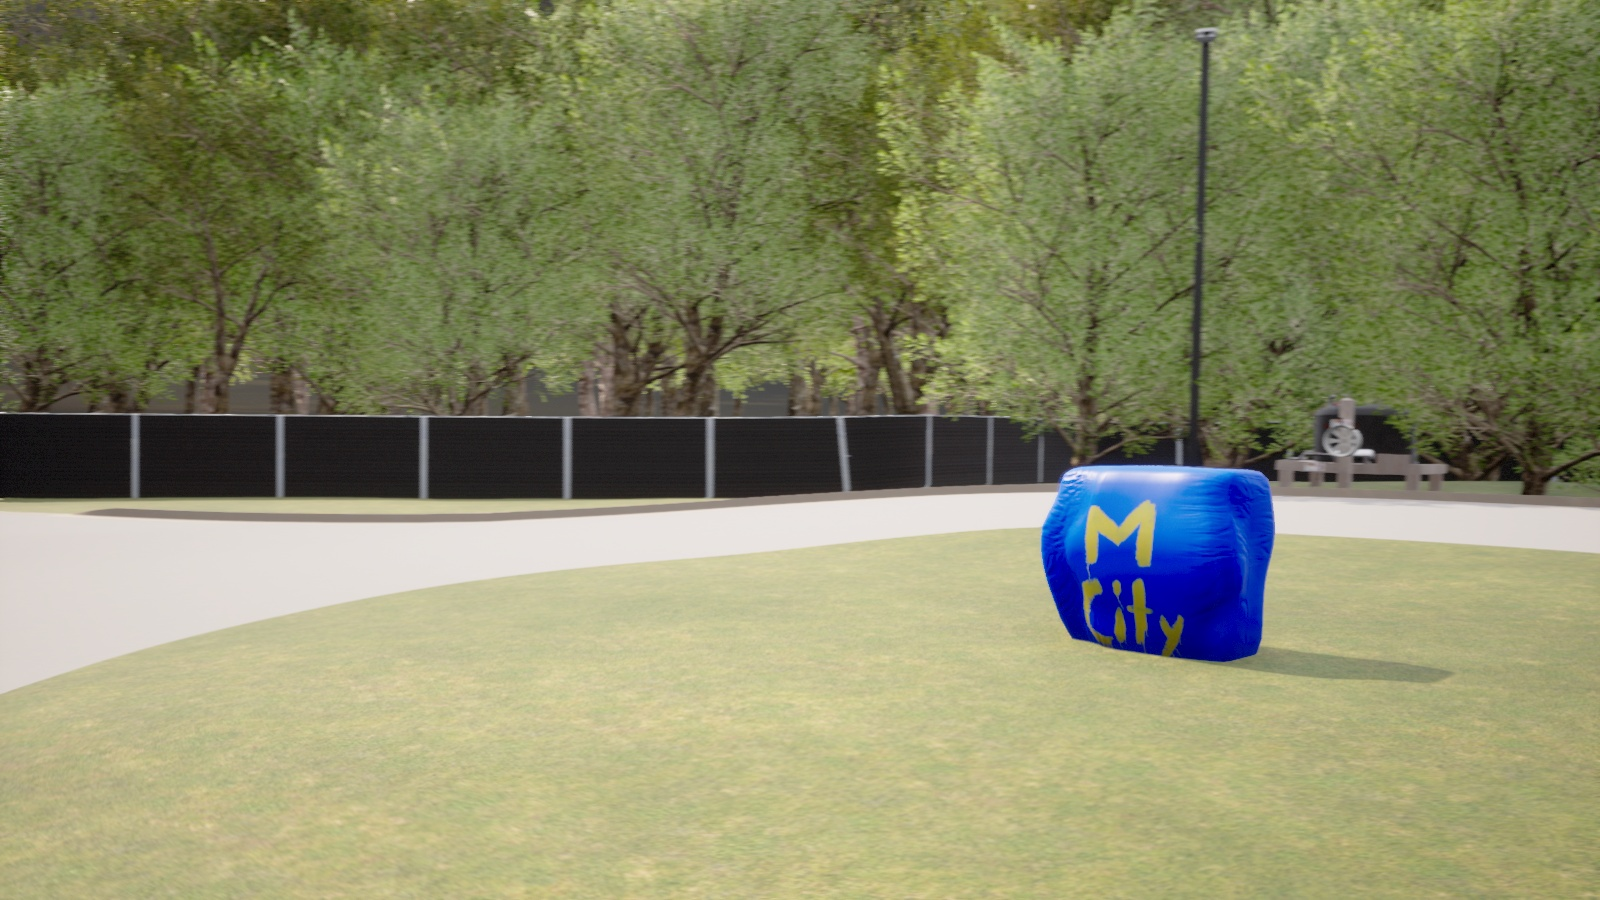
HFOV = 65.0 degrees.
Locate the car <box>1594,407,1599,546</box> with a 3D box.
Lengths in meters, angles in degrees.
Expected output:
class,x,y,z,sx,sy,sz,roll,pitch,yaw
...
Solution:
class,x,y,z,sx,sy,sz,roll,pitch,yaw
car,11.109,0.386,12.871,2.033,1.649,4.856,0,2,-16
